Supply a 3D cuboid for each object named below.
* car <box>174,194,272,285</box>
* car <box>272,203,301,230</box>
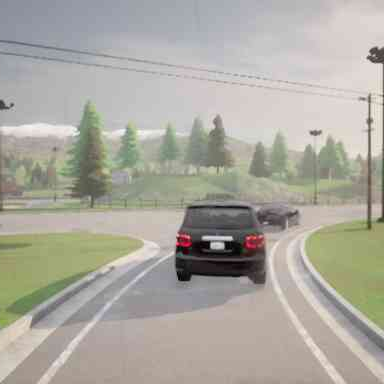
[{"bbox_3d":[0.975,1.218,9.710,2.150,2.045,5.566,0,0,9],"label":"car"},{"bbox_3d":[5.540,1.494,21.193,1.837,1.490,4.892,0,0,32],"label":"car"}]
